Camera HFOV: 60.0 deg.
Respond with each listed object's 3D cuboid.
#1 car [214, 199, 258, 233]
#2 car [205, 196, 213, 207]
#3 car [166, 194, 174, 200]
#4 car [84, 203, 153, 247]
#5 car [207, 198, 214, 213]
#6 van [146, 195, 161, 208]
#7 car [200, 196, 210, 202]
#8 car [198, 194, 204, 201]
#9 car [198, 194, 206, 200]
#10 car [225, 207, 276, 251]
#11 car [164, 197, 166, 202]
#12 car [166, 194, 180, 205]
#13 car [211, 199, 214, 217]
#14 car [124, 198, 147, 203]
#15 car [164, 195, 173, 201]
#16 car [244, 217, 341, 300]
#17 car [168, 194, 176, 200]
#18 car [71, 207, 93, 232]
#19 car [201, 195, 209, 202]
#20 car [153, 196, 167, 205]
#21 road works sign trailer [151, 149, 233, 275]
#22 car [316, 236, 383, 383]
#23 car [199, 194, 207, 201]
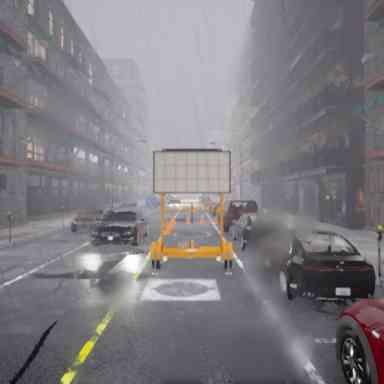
[{"bbox_3d":[2.705,1.293,19.460,2.192,1.841,5.009,1,0,0],"label":"car"},{"bbox_3d":[2.703,1.497,36.473,1.887,1.381,4.507,1,0,0],"label":"car"},{"bbox_3d":[-5.674,1.378,87.406,1.752,1.417,4.829,1,0,0],"label":"car"},{"bbox_3d":[-3.101,1.486,15.061,1.837,1.490,4.892,0,1,0],"label":"car"},{"bbox_3d":[2.702,1.506,30.802,1.887,1.381,4.507,1,0,0],"label":"car"},{"bbox_3d":[-5.674,1.276,47.876,1.690,1.788,3.998,1,0,0],"label":"van"},{"bbox_3d":[2.706,1.472,70.500,1.802,1.307,4.206,1,0,0],"label":"car"},{"bbox_3d":[2.706,1.342,64.827,1.967,1.590,4.097,1,0,0],"label":"car"},{"bbox_3d":[2.706,1.390,93.181,2.008,1.369,4.403,1,0,0],"label":"car"},{"bbox_3d":[2.702,1.536,13.789,2.008,1.369,4.403,1,0,0],"label":"car"},{"bbox_3d":[-5.676,1.469,53.547,1.887,1.381,4.507,1,0,0],"label":"car"},{"bbox_3d":[-3.073,1.479,58.496,1.994,1.385,4.181,0,0,0],"label":"car"},{"bbox_3d":[2.702,1.495,25.301,1.752,1.417,4.829,1,0,0],"label":"car"},{"bbox_3d":[-5.678,1.527,30.862,1.947,1.339,4.313,1,0,0],"label":"car"},{"bbox_3d":[-5.675,1.431,81.905,1.947,1.339,4.313,1,0,0],"label":"car"},{"bbox_3d":[2.701,1.543,8.118,2.008,1.369,4.403,1,0,0],"label":"car"},{"bbox_3d":[-5.674,1.390,93.246,2.008,1.369,4.403,1,0,0],"label":"car"},{"bbox_3d":[-5.679,1.560,19.518,1.802,1.307,4.206,1,0,0],"label":"car"},{"bbox_3d":[2.704,1.460,47.985,1.752,1.417,4.829,1,0,0],"label":"car"},{"bbox_3d":[-5.676,1.464,59.219,2.008,1.369,4.403,1,0,0],"label":"car"},{"bbox_3d":[0.000,0.453,10.396,2.380,3.560,2.880,0,0,0],"label":"road works sign trailer"},{"bbox_3d":[2.702,1.438,2.447,1.967,1.590,4.097,1,0,0],"label":"car"},{"bbox_3d":[2.707,1.305,81.838,1.967,1.590,4.097,1,0,0],"label":"car"}]
